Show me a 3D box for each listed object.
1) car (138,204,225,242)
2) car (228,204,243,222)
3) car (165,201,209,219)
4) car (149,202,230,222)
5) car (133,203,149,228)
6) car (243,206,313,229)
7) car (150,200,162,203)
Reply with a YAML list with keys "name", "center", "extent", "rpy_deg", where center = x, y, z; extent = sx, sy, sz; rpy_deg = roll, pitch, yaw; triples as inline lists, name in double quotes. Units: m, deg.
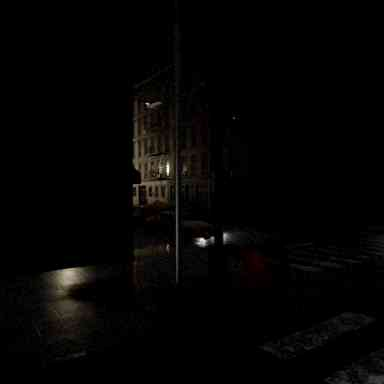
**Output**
- name: "car"
  center: [-0.713, 1.554, 16.737]
  extent: [1.752, 1.417, 4.829]
  rpy_deg: [0, 0, -35]
- name: "car"
  center: [2.591, 1.578, 25.932]
  extent: [1.802, 1.307, 4.206]
  rpy_deg: [0, 0, -35]
- name: "car"
  center: [-0.549, 1.565, 30.341]
  extent: [1.947, 1.339, 4.313]
  rpy_deg: [0, 0, -35]
- name: "car"
  center: [-0.352, 1.567, 20.605]
  extent: [2.033, 1.411, 5.357]
  rpy_deg: [0, 0, -35]
- name: "car"
  center: [-3.952, 1.584, 21.285]
  extent: [2.008, 1.369, 4.403]
  rpy_deg: [0, 0, -35]
- name: "car"
  center: [5.731, 1.557, 21.523]
  extent: [1.947, 1.339, 4.313]
  rpy_deg: [0, 0, -35]
- name: "car"
  center: [-3.787, 1.528, 34.889]
  extent: [1.752, 1.417, 4.829]
  rpy_deg: [0, 0, -35]
